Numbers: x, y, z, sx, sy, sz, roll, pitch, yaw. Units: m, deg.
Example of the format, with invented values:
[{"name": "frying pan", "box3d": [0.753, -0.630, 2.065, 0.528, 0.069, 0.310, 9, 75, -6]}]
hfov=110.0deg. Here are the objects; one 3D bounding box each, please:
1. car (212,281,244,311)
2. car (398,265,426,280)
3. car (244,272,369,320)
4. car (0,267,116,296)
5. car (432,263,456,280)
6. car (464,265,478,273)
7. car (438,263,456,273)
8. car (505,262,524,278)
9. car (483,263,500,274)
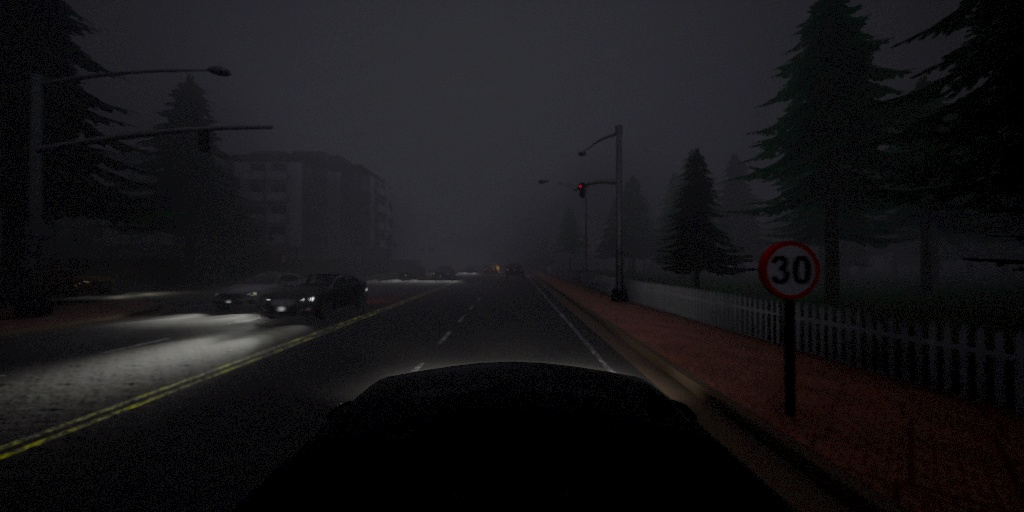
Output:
[{"name": "car", "box3d": [-10.537, 1.445, 15.666, 1.812, 1.442, 4.674, 0, -1, 0]}, {"name": "car", "box3d": [-10.473, 1.698, 37.979, 1.837, 1.490, 4.892, 0, 0, 2]}, {"name": "car", "box3d": [-7.048, 1.384, 13.422, 2.128, 1.511, 4.902, 0, -1, 0]}, {"name": "car", "box3d": [-25.460, 1.410, 20.195, 5.008, 1.535, 1.882, 0, -1, -1]}, {"name": "car", "box3d": [-6.929, 1.708, 36.950, 1.812, 1.442, 4.674, 0, -1, 0]}, {"name": "car", "box3d": [-6.774, 2.054, 58.898, 1.895, 1.301, 4.718, 0, -1, 1]}, {"name": "car", "box3d": [-10.294, 1.907, 57.116, 1.882, 1.535, 5.008, 0, -1, 1]}, {"name": "car", "box3d": [0.296, 1.596, 41.895, 2.097, 1.767, 4.553, 0, -1, 0]}, {"name": "car", "box3d": [-3.148, 1.982, 53.028, 1.895, 1.301, 4.718, 0, -1, 0]}]
